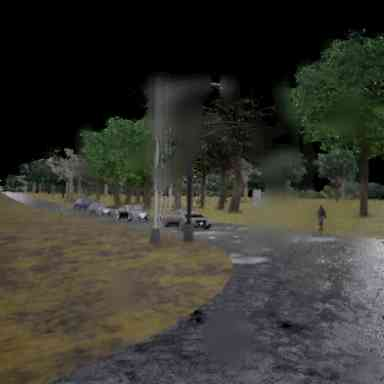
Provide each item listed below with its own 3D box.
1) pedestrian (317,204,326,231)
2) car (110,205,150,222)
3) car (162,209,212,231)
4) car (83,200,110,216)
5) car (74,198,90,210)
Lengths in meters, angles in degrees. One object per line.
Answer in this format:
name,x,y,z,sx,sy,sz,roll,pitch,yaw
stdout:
pedestrian,8.724,1.709,22.489,0.375,1.860,0.375,1,-1,-32
car,-5.601,1.950,31.200,2.128,1.511,4.902,2,-2,-32
car,-0.421,1.853,22.823,1.994,1.385,4.181,2,-2,-31
car,-11.065,2.096,40.059,2.128,1.511,4.902,2,-2,-32
car,-20.293,2.219,62.029,2.150,2.045,5.566,2,-2,-32
